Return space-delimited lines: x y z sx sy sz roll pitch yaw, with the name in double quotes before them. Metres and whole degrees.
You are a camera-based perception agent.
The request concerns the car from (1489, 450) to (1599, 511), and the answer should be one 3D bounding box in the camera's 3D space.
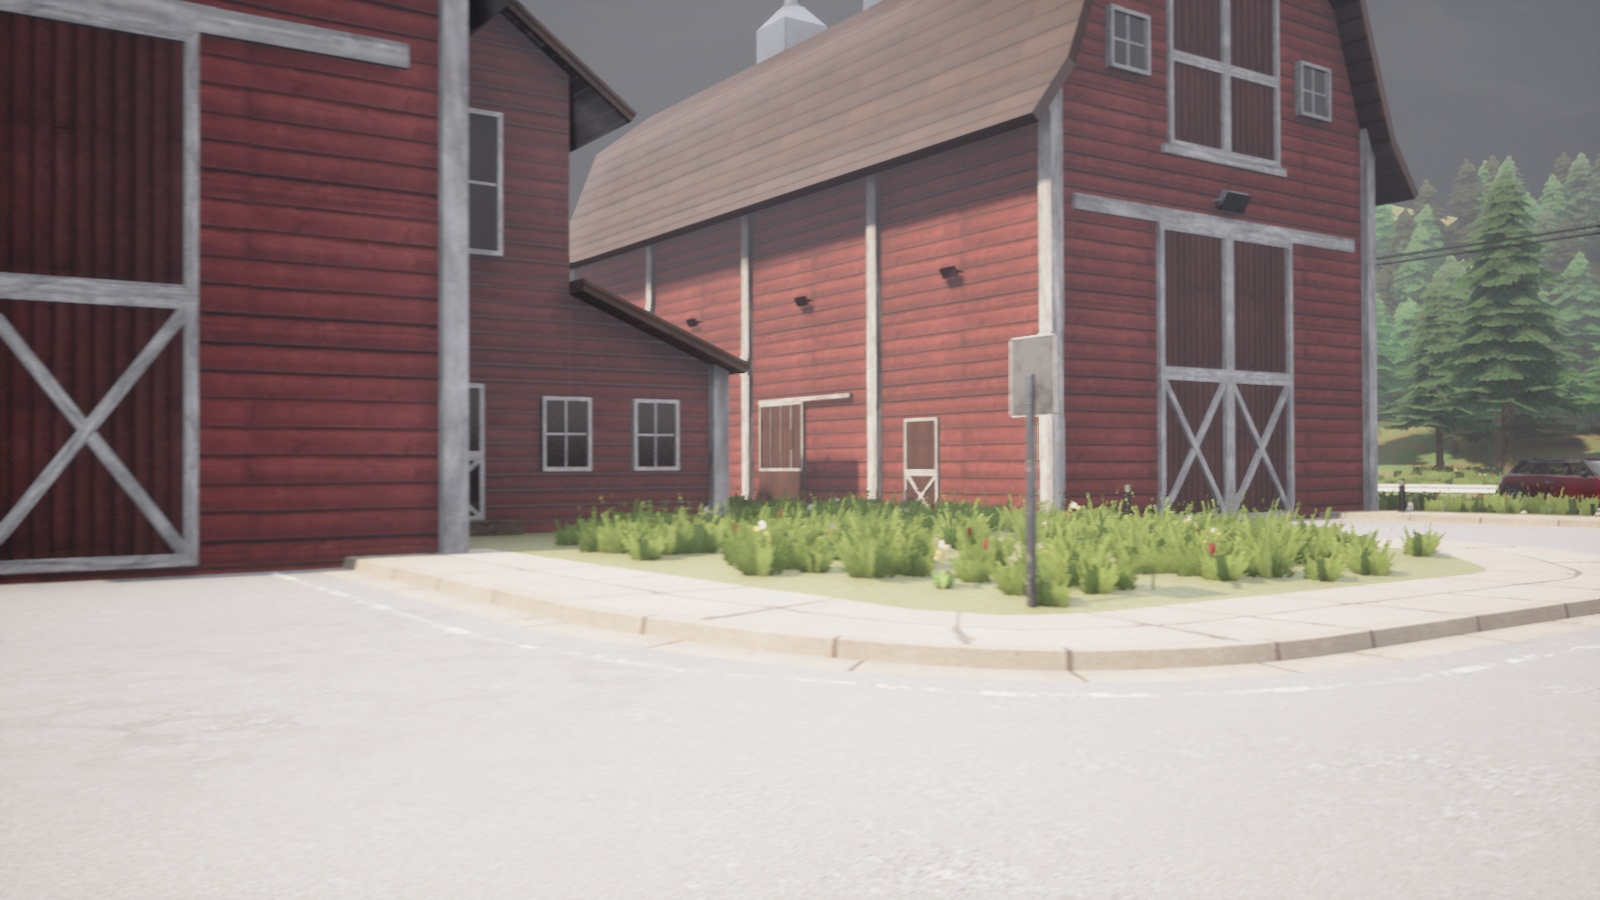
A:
"car" 23.493 0.896 37.599 2.097 1.767 4.553 0 -1 -34
